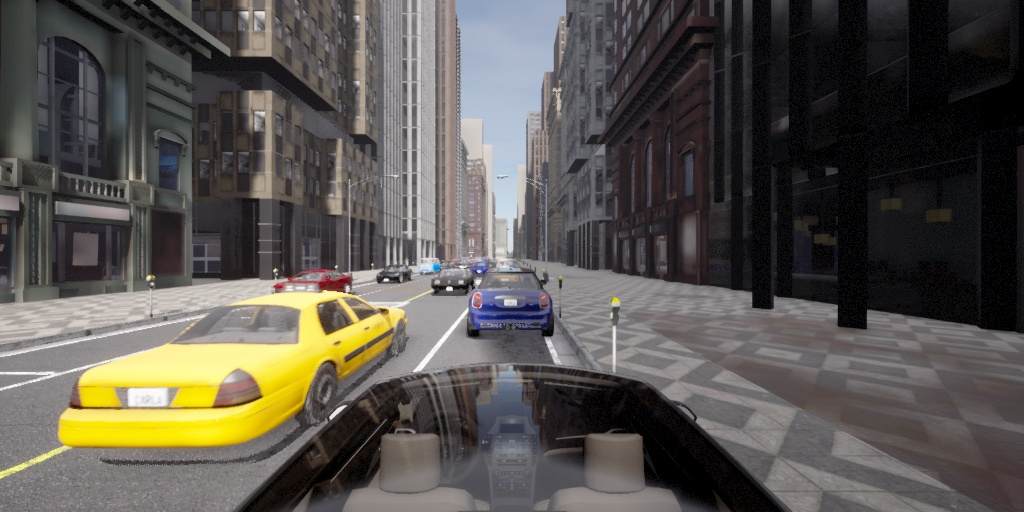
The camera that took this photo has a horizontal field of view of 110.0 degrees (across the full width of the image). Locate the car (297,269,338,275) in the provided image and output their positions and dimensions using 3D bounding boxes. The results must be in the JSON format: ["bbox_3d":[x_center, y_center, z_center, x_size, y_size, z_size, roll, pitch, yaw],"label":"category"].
[{"bbox_3d":[-8.908,1.297,16.299,1.888,1.381,4.507,0,0,0],"label":"car"}]

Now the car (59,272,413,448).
[{"bbox_3d":[-3.145,1.205,5.660,1.801,1.575,5.366,0,0,0],"label":"car"}]

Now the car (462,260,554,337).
[{"bbox_3d":[-0.032,1.103,10.470,2.097,1.767,4.553,0,0,0],"label":"car"}]

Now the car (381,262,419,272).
[{"bbox_3d":[-8.908,1.323,27.572,1.948,1.339,4.313,0,0,0],"label":"car"}]

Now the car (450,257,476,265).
[{"bbox_3d":[-6.188,1.258,45.622,2.128,1.511,4.902,0,0,0],"label":"car"}]

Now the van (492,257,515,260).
[{"bbox_3d":[-0.383,1.098,27.584,1.690,1.789,3.998,0,0,0],"label":"van"}]

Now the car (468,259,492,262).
[{"bbox_3d":[-3.097,1.287,36.466,1.812,1.442,4.674,0,0,0],"label":"car"}]

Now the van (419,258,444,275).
[{"bbox_3d":[-8.908,1.104,38.846,1.690,1.789,3.998,0,0,0],"label":"van"}]

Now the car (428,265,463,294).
[{"bbox_3d":[-3.106,1.355,20.190,1.895,1.301,4.718,0,0,1],"label":"car"}]

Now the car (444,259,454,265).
[{"bbox_3d":[-8.908,1.332,44.482,1.948,1.339,4.313,0,0,0],"label":"car"}]
